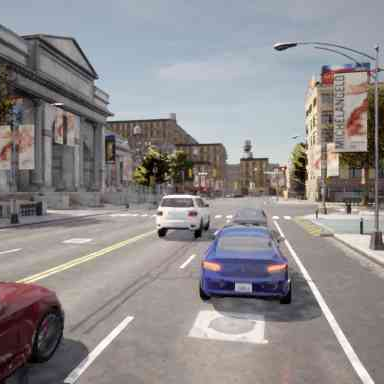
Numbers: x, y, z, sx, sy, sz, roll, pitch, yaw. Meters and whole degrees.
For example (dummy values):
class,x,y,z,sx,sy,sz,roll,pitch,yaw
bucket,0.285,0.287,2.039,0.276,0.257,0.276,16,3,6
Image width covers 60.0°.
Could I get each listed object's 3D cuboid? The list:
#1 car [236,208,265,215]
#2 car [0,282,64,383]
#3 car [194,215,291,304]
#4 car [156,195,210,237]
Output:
class,x,y,z,sx,sy,sz,roll,pitch,yaw
car,3.077,1.547,17.515,2.033,1.411,5.357,0,0,11
car,-2.927,1.525,2.961,1.812,1.442,4.674,0,0,5
car,1.307,1.526,8.152,1.812,1.442,4.674,0,0,10
car,-0.341,1.215,18.079,2.150,2.045,5.566,0,-1,9
